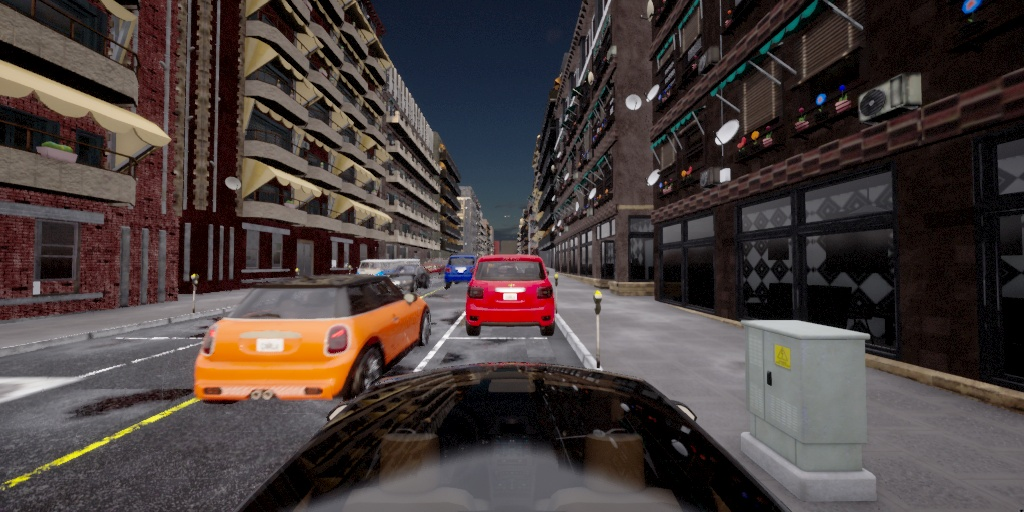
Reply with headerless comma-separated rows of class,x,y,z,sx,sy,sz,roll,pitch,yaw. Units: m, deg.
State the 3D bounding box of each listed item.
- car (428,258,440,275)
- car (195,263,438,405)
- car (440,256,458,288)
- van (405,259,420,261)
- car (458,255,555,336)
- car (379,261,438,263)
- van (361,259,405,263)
car,-8.336,1.115,39.194,2.192,1.841,5.009,0,0,0
car,-2.924,1.103,6.463,2.097,1.767,4.553,0,0,0
car,-3.020,0.990,23.766,2.150,2.045,5.566,0,0,0
van,-8.336,1.118,28.134,1.690,1.789,3.998,0,0,0
car,-0.040,0.983,10.533,2.150,2.045,5.566,0,0,0
car,-5.870,1.255,20.036,2.128,1.511,4.902,0,0,0
van,-8.335,1.108,22.603,1.690,1.789,3.998,0,0,0
